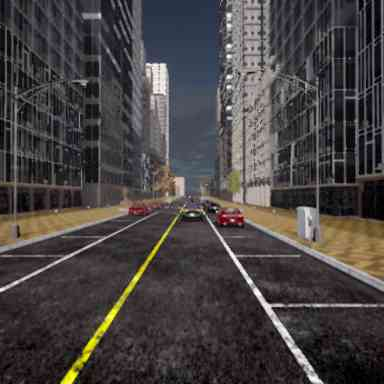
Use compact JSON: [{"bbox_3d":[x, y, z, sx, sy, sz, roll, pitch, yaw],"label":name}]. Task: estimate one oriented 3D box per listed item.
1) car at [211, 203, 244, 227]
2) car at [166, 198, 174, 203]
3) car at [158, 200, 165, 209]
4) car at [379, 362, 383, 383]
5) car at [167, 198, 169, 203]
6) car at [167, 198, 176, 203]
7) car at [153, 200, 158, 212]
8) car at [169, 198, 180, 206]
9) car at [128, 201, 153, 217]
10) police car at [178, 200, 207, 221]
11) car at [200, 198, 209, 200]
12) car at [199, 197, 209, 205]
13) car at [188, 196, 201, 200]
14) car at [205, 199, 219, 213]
[{"bbox_3d":[2.695,1.755,24.236,1.887,1.381,4.507,0,0,0],"label":"car"},{"bbox_3d":[-5.677,2.199,86.691,1.752,1.417,4.829,0,0,0],"label":"car"},{"bbox_3d":[-5.682,1.976,52.706,1.887,1.381,4.507,0,0,0],"label":"car"},{"bbox_3d":[2.692,1.455,1.468,1.967,1.590,4.097,0,-1,0],"label":"car"},{"bbox_3d":[-5.681,2.040,58.398,1.947,1.339,4.313,0,0,0],"label":"car"},{"bbox_3d":[-5.677,2.263,92.554,2.008,1.369,4.403,0,0,0],"label":"car"},{"bbox_3d":[-5.683,1.926,41.321,1.802,1.307,4.206,0,0,0],"label":"car"},{"bbox_3d":[-3.013,2.078,64.117,1.994,1.385,4.181,0,0,1],"label":"car"},{"bbox_3d":[-5.684,1.845,35.628,1.887,1.381,4.507,0,0,0],"label":"car"},{"bbox_3d":[0.052,1.766,30.466,2.038,1.542,4.974,0,0,1],"label":"police car"},{"bbox_3d":[2.699,1.999,52.696,1.947,1.339,4.313,0,0,0],"label":"car"},{"bbox_3d":[2.702,2.038,75.466,1.967,1.590,4.097,0,0,0],"label":"car"},{"bbox_3d":[0.012,1.883,56.921,2.033,1.649,4.856,0,0,0],"label":"car"},{"bbox_3d":[2.697,1.912,41.312,1.947,1.339,4.313,0,0,0],"label":"car"}]
